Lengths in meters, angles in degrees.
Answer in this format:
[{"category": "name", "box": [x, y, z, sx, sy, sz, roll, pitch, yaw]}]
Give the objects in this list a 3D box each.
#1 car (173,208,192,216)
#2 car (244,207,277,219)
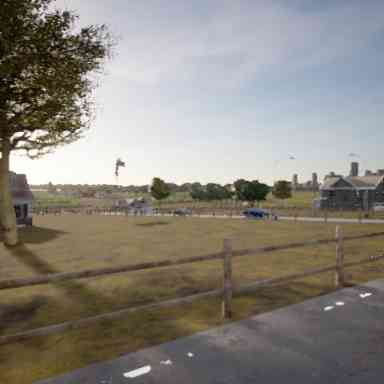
[{"category": "car", "box": [-1.858, 3.753, 61.927, 1.812, 1.442, 4.674, 0, -3, -36]}, {"category": "car", "box": [9.433, 2.861, 45.967, 1.882, 1.535, 5.008, 0, -3, -35]}]
